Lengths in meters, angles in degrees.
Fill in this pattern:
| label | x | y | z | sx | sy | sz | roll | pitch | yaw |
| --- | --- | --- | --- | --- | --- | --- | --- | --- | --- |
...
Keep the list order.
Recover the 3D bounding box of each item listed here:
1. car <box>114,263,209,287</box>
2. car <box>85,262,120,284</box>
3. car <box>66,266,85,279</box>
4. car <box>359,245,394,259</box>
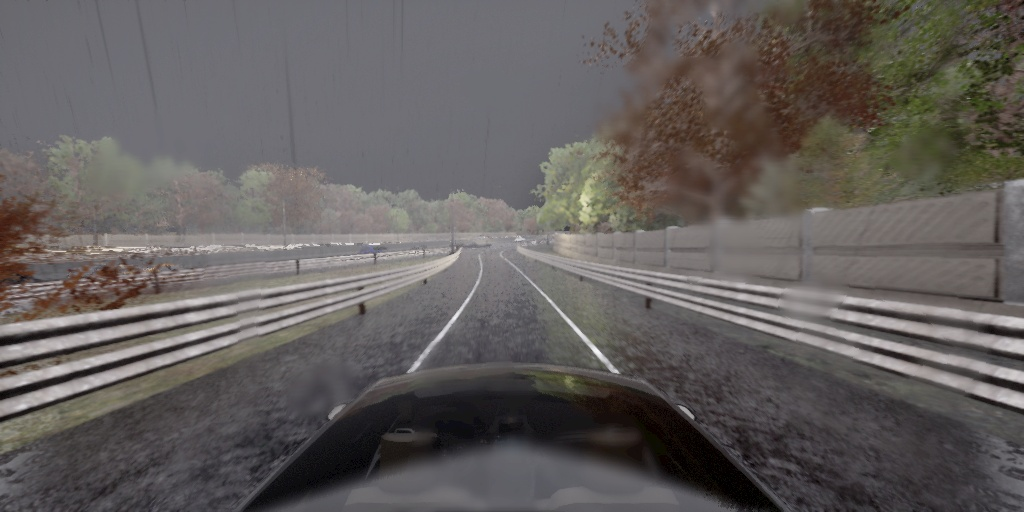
| label | x | y | z | sx | sy | sz | roll | pitch | yaw |
| --- | --- | --- | --- | --- | --- | --- | --- | --- | --- |
| car | -26.237 | 1.333 | 27.422 | 1.882 | 1.535 | 5.008 | 1 | 4 | 19 |
| car | -29.566 | 1.295 | 28.509 | 2.128 | 1.511 | 4.902 | 1 | 4 | 19 |
| car | -32.904 | 1.245 | 29.565 | 2.128 | 1.511 | 4.902 | 1 | 4 | 19 |
| car | -18.484 | -0.468 | 49.228 | 2.150 | 2.045 | 5.566 | 1 | 4 | 20 |
